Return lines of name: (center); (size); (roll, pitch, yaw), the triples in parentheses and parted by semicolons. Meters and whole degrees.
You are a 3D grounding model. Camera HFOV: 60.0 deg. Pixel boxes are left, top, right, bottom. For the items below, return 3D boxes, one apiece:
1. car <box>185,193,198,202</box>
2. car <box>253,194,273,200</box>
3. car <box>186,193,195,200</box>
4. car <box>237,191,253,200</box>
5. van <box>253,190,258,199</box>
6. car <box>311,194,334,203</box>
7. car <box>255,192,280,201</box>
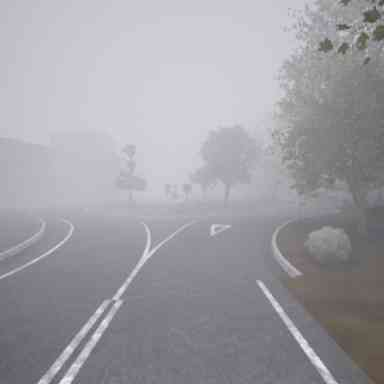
car: (-0.117, 1.203, 60.250); (1.895, 1.301, 4.718); (0, 0, -8)
car: (18.882, 1.246, 88.960); (4.792, 1.488, 2.163); (1, 1, 1)
car: (-0.380, 0.945, 75.958); (1.882, 1.535, 5.008); (1, 0, 2)
car: (13.700, 1.158, 86.418); (2.128, 1.511, 4.902); (1, 1, 1)
van: (18.664, 1.057, 86.186); (4.442, 1.987, 1.878); (1, 1, 2)
car: (22.413, 0.994, 57.495); (2.097, 1.767, 4.553); (1, 0, -13)
car: (16.729, 1.289, 72.509); (1.895, 1.301, 4.718); (2, -2, -35)
